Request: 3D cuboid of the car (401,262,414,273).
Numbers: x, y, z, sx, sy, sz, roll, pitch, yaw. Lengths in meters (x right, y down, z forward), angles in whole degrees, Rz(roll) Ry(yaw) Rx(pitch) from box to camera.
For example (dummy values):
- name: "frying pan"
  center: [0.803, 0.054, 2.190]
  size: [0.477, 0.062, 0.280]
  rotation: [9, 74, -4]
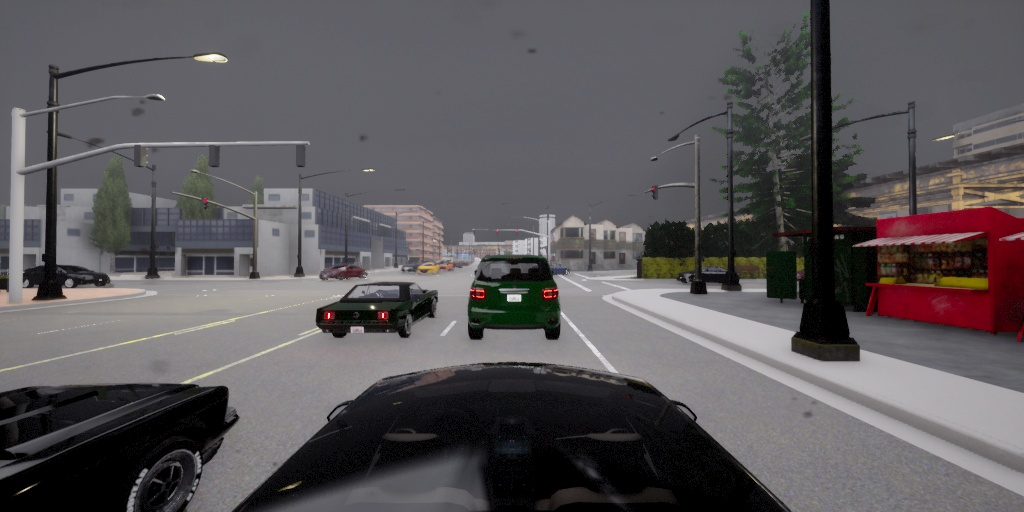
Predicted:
- name: "car"
  center: [-14.120, 1.636, 50.324]
  size: [2.128, 1.511, 4.902]
  rotation: [0, -1, 0]

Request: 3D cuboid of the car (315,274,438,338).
- name: "car"
  center: [-3.435, 1.368, 10.223]
  size: [1.895, 1.301, 4.718]
  rotation: [0, 0, 0]

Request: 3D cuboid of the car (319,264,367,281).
- name: "car"
  center: [-15.140, 1.484, 32.503]
  size: [1.812, 1.442, 4.674]
  rotation: [0, -1, 16]

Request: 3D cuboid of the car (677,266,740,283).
- name: "car"
  center: [14.753, 1.448, 27.089]
  size: [4.181, 1.385, 1.994]
  rotation: [0, -1, 0]

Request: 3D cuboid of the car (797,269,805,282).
- name: "car"
  center: [23.250, 1.409, 27.020]
  size: [4.674, 1.442, 1.812]
  rotation: [0, -1, 1]

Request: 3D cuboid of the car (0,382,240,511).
- name: "car"
  center: [-3.402, 1.351, 1.084]
  size: [1.895, 1.301, 4.718]
  rotation: [0, 0, 0]

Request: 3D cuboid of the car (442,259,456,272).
- name: "car"
  center: [-10.609, 1.526, 56.300]
  size: [2.097, 1.767, 4.553]
  rotation: [0, 0, 0]

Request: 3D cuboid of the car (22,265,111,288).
- name: "car"
  center: [-29.637, 1.343, 23.733]
  size: [4.892, 1.490, 1.837]
  rotation: [0, -1, 1]

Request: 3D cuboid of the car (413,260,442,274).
- name: "car"
  center: [-10.617, 1.576, 45.646]
  size: [1.882, 1.535, 5.008]
  rotation: [0, 0, 0]

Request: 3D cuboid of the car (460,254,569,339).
- name: "car"
  center: [0.062, 0.986, 10.206]
  size: [2.150, 2.045, 5.566]
  rotation: [0, 0, 0]
